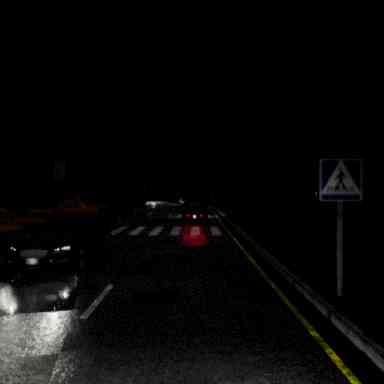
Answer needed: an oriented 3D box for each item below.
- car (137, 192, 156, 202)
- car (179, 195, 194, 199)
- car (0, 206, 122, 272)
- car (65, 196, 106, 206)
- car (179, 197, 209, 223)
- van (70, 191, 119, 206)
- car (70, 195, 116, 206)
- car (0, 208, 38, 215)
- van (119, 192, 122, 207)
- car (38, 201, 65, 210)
[{"bbox_3d":[-7.525,0.768,54.379,2.128,1.511,4.902,0,1,-29],"label":"car"},{"bbox_3d":[-0.509,1.086,41.378,2.033,1.411,5.357,0,1,-7],"label":"car"},{"bbox_3d":[-3.934,1.428,10.636,2.128,1.511,4.902,0,0,0],"label":"car"},{"bbox_3d":[-9.319,1.334,24.374,5.366,1.575,1.946,-1,1,-20],"label":"car"},{"bbox_3d":[0.189,1.351,24.407,1.837,1.490,4.892,0,1,0],"label":"car"},{"bbox_3d":[-9.295,1.005,30.384,4.442,1.987,1.878,-1,1,-20],"label":"van"},{"bbox_3d":[-9.171,1.285,27.442,5.008,1.535,2.097,-1,1,-20],"label":"car"},{"bbox_3d":[-8.961,1.406,12.487,5.366,1.575,1.946,-1,0,-20],"label":"car"},{"bbox_3d":[-9.316,0.948,33.384,4.442,1.987,1.878,-1,1,-20],"label":"van"},{"bbox_3d":[-8.960,1.389,15.488,5.366,1.575,1.946,-1,0,-20],"label":"car"}]
